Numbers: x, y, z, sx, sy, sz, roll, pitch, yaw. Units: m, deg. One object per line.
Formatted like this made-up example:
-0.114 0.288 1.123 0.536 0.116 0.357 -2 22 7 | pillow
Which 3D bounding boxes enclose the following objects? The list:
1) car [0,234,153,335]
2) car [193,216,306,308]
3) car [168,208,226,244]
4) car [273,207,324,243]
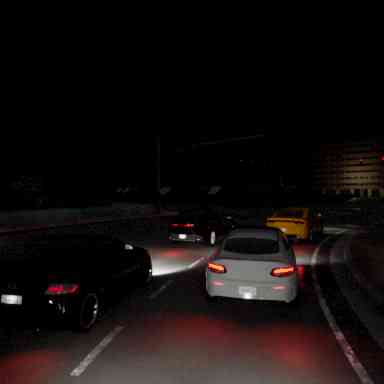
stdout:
-2.277 1.564 6.905 1.994 1.385 4.181 0 0 11 | car
1.514 1.525 7.937 1.812 1.442 4.674 0 0 14 | car
0.591 1.504 15.344 1.837 1.490 4.892 0 0 23 | car
5.190 1.477 16.451 1.882 1.535 5.008 0 0 30 | car
